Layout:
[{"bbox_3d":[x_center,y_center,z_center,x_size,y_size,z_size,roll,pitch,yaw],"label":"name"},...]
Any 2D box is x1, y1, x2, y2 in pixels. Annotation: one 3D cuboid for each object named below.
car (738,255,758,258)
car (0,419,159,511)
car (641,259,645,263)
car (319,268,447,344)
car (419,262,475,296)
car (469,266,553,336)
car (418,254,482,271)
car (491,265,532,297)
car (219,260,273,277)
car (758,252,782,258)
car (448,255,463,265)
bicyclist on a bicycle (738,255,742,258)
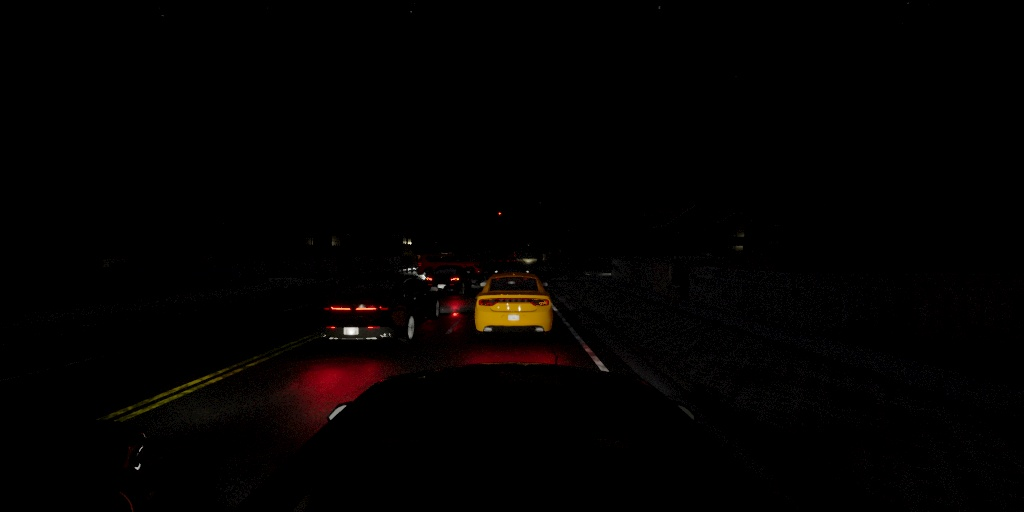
[{"bbox_3d":[22.751,0.735,34.760,4.553,1.767,2.097,0,1,-2],"label":"car"},{"bbox_3d":[-3.148,1.228,0.147,1.882,1.535,5.008,0,0,0],"label":"car"},{"bbox_3d":[12.775,1.011,34.495,5.357,1.411,2.033,-1,1,-6],"label":"car"},{"bbox_3d":[-3.194,1.239,9.557,1.837,1.490,4.892,0,0,0],"label":"car"},{"bbox_3d":[-3.257,1.212,18.866,1.812,1.442,4.674,0,0,1],"label":"car"},{"bbox_3d":[0.058,1.209,10.443,1.882,1.535,5.008,0,0,0],"label":"car"},{"bbox_3d":[-5.339,0.860,31.049,5.566,2.045,2.150,0,1,-1],"label":"car"},{"bbox_3d":[-0.002,1.247,19.332,1.994,1.385,4.181,0,0,1],"label":"car"},{"bbox_3d":[-23.429,1.120,31.152,4.553,1.767,2.097,0,1,2],"label":"car"},{"bbox_3d":[25.624,0.612,31.899,5.566,2.045,2.150,0,1,-2],"label":"car"},{"bbox_3d":[-9.949,0.655,63.912,1.882,1.535,5.008,0,1,0],"label":"car"},{"bbox_3d":[18.391,0.782,28.771,0.582,1.620,1.656,0,0,-2],"label":"bicyclist on a bicycle"}]
